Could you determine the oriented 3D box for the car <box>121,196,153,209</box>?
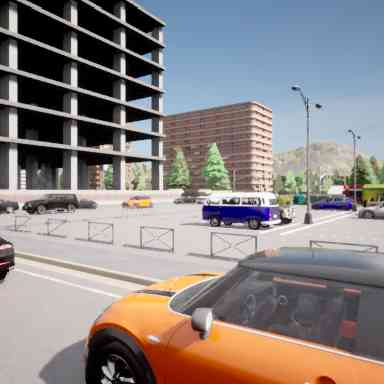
[{"bbox_3d":[-7.215,1.296,44.047,2.097,1.767,4.553,0,0,35],"label":"car"}]

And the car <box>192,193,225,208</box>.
[{"bbox_3d":[2.956,1.171,58.329,2.150,2.045,5.566,0,0,36],"label":"car"}]

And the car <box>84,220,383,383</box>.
[{"bbox_3d":[1.002,1.352,3.274,4.553,1.767,2.097,0,0,35],"label":"car"}]

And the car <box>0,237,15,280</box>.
[{"bbox_3d":[-6.511,1.492,8.588,4.902,1.511,2.128,0,0,35],"label":"car"}]

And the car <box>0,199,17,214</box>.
[{"bbox_3d":[-19.590,1.436,32.602,2.128,1.511,4.902,0,0,36],"label":"car"}]

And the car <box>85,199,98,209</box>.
[{"bbox_3d":[-13.709,1.508,40.917,1.994,1.385,4.181,0,0,35],"label":"car"}]

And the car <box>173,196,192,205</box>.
[{"bbox_3d":[-1.296,1.436,58.416,2.128,1.511,4.902,0,0,36],"label":"car"}]

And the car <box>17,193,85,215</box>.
[{"bbox_3d":[-14.284,1.166,34.033,2.150,2.045,5.566,0,0,35],"label":"car"}]

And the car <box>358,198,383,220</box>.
[{"bbox_3d":[14.579,1.395,24.826,3.806,1.475,1.970,0,0,36],"label":"car"}]

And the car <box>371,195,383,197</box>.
[{"bbox_3d":[17.786,1.153,29.391,4.605,1.855,1.932,0,0,36],"label":"car"}]
